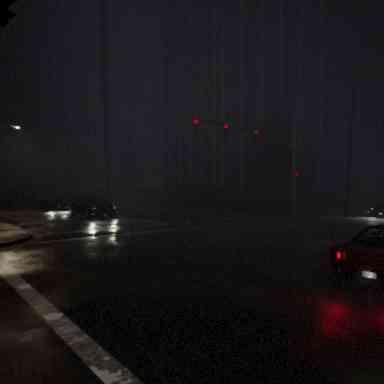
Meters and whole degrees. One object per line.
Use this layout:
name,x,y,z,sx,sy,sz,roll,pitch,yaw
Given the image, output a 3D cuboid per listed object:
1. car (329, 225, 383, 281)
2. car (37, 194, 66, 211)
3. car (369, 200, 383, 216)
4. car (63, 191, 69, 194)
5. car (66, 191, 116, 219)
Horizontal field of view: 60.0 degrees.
car,5.619,1.519,8.714,4.718,1.301,1.895,0,1,-39
car,-13.864,1.136,33.059,1.994,1.385,4.181,0,1,-39
car,16.311,1.228,26.798,5.357,1.411,2.033,0,1,-39
car,-18.427,0.688,49.892,2.097,1.767,4.553,0,1,-39
car,-7.570,1.043,25.400,2.097,1.767,4.553,0,1,-39
